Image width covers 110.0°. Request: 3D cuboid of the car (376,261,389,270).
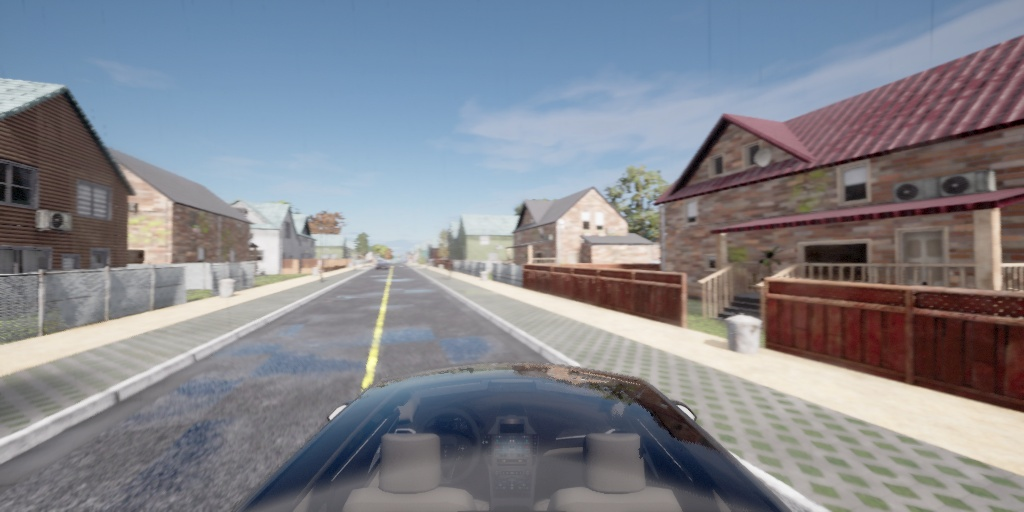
[{"bbox_3d":[-20.289,1.443,56.301,2.033,1.411,5.357,0,0,-18],"label":"car"}]
